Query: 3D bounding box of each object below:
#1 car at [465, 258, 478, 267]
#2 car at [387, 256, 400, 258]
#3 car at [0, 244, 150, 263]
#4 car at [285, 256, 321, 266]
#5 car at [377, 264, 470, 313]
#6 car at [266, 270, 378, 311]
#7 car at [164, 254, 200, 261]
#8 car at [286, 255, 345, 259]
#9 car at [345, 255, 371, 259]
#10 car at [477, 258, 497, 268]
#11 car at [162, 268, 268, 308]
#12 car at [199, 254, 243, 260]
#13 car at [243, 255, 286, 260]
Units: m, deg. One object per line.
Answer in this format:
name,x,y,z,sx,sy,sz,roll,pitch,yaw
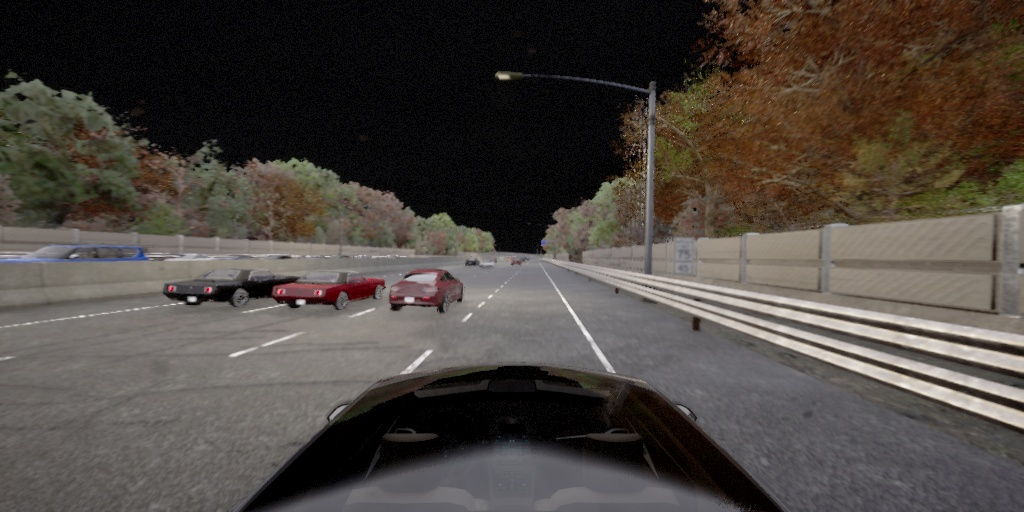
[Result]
car,-6.892,1.033,62.767,1.882,1.535,5.008,1,0,4
car,-17.973,0.763,54.006,1.882,1.535,5.008,1,0,4
car,-20.439,0.455,16.784,2.150,2.045,5.566,1,0,4
car,-28.796,0.615,49.571,1.895,1.301,4.718,1,0,4
car,-3.041,1.197,13.437,1.812,1.442,4.674,1,0,4
car,-6.544,1.184,13.571,1.895,1.301,4.718,1,0,4
car,-29.869,0.515,33.493,1.812,1.442,4.674,1,0,4
car,-19.219,0.804,35.397,2.033,1.411,5.357,1,0,4
car,-21.611,0.681,51.999,2.128,1.511,4.902,1,0,4
car,-3.780,1.236,56.625,1.895,1.301,4.718,1,0,4
car,-10.046,1.096,13.636,1.895,1.301,4.718,1,0,4
car,-26.297,0.627,34.378,2.033,1.411,5.357,1,0,4
car,-22.785,0.672,34.537,1.837,1.490,4.892,1,0,4
